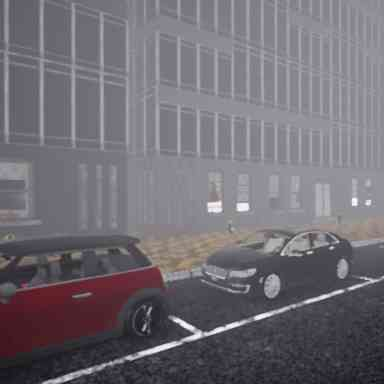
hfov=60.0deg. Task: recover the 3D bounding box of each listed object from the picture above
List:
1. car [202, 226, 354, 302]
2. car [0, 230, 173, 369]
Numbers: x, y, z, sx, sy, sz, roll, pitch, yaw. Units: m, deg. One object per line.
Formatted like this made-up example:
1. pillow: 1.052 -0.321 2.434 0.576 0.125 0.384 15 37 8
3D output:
1. car: 2.240 1.546 8.160 4.403 1.369 2.008 0 0 -36
2. car: -2.393 1.440 4.854 4.097 1.590 1.967 0 0 -36
